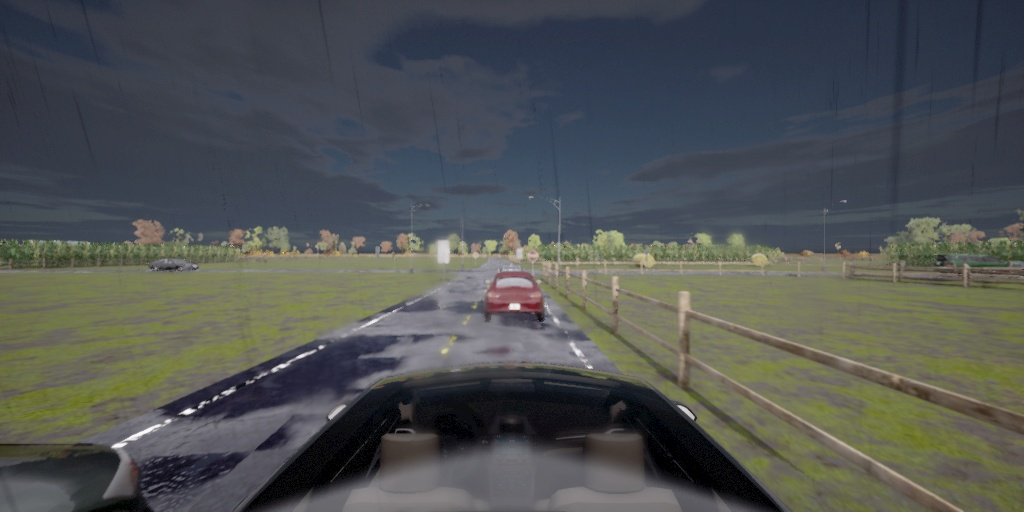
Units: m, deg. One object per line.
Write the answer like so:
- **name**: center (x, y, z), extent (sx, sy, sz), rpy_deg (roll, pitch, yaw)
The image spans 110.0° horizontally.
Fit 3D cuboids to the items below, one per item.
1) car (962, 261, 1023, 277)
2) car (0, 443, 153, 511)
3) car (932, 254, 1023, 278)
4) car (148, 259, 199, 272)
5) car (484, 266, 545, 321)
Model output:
- **car**: center (47.300, 1.195, 34.096), extent (5.357, 1.411, 2.033), rpy_deg (0, 1, 17)
- **car**: center (-2.856, 1.320, 0.141), extent (1.994, 1.385, 4.181), rpy_deg (0, 0, 0)
- **car**: center (42.252, 0.882, 32.626), extent (5.566, 2.045, 2.150), rpy_deg (1, 1, 16)
- **car**: center (-39.760, 1.080, 42.222), extent (4.902, 1.511, 2.128), rpy_deg (0, 1, -2)
- **car**: center (0.055, 1.237, 12.215), extent (1.812, 1.442, 4.674), rpy_deg (0, 0, -1)
